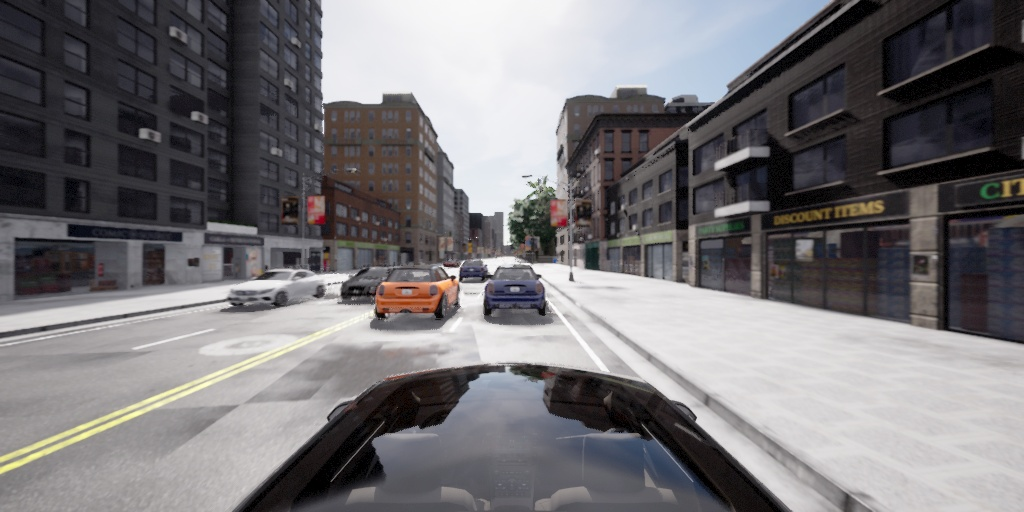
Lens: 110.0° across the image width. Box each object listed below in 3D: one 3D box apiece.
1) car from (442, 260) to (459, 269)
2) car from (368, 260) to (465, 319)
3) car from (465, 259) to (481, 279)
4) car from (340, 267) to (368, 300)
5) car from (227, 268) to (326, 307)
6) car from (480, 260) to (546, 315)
[{"bbox_3d":[-9.811,1.350,57.852,1.895,1.301,4.718,0,0,1],"label":"car"},{"bbox_3d":[-3.153,1.101,12.884,2.097,1.767,4.553,0,0,0],"label":"car"},{"bbox_3d":[-3.159,1.099,30.212,2.097,1.767,4.553,0,0,0],"label":"car"},{"bbox_3d":[-6.605,1.253,17.581,1.837,1.490,4.892,0,0,0],"label":"car"},{"bbox_3d":[-9.855,1.274,15.503,1.812,1.442,4.674,0,0,0],"label":"car"},{"bbox_3d":[0.096,1.101,13.742,2.097,1.767,4.553,0,0,0],"label":"car"}]
